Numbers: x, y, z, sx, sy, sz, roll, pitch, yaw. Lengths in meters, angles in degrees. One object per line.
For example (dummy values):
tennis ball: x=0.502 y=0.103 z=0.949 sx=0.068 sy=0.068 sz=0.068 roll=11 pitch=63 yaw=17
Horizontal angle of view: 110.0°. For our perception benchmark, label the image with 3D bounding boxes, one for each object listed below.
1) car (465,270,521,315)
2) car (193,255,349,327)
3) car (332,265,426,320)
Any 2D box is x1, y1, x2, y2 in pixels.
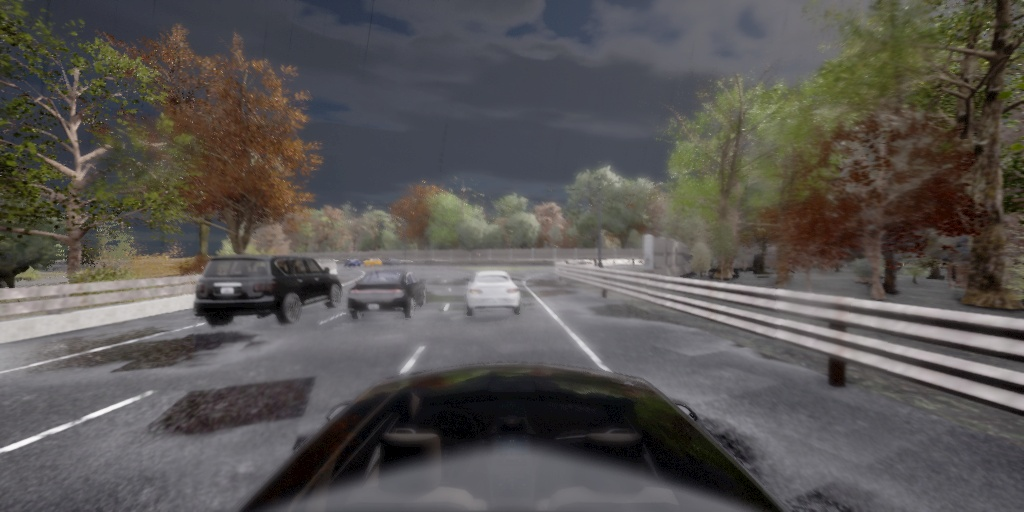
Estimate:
car: x=-0.775 y=1.265 z=13.550 sx=1.812 sy=1.442 sz=4.674 roll=0 pitch=0 yaw=-6
car: x=-7.596 y=0.992 z=11.891 sx=2.150 sy=2.045 sz=5.566 roll=0 pitch=0 yaw=-6
car: x=-4.213 y=1.246 z=12.683 sx=2.128 sy=1.511 sz=4.902 roll=0 pitch=0 yaw=-6
